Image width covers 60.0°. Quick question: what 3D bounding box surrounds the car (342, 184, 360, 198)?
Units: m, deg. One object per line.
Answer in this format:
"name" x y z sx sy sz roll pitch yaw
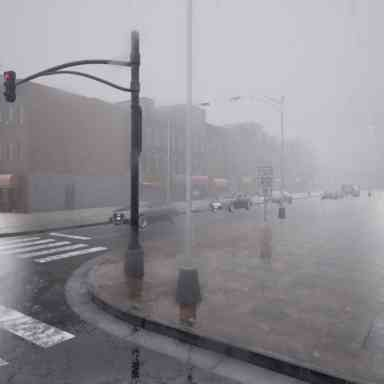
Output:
"car" 24.666 -0.222 51.873 2.150 2.045 5.566 0 2 35

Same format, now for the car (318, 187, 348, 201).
"car" 18.222 0.401 42.863 1.895 1.301 4.718 0 2 36

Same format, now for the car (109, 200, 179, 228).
"car" -2.613 1.128 18.737 1.994 1.385 4.181 0 2 36

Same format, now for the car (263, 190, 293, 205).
"car" 9.190 0.573 35.274 1.812 1.442 4.674 0 2 36

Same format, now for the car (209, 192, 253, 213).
"car" 3.221 0.795 26.916 2.128 1.511 4.902 0 2 35
